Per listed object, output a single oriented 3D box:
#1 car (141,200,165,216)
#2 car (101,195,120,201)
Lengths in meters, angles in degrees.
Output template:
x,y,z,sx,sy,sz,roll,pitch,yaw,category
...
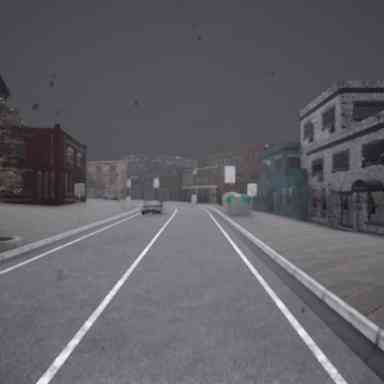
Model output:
x,y,z,sx,sy,sz,roll,pitch,yaw,category
-3.627,1.466,31.739,2.033,1.411,5.357,0,0,0,car
-17.454,1.294,71.461,4.718,1.301,1.895,1,0,44,car
